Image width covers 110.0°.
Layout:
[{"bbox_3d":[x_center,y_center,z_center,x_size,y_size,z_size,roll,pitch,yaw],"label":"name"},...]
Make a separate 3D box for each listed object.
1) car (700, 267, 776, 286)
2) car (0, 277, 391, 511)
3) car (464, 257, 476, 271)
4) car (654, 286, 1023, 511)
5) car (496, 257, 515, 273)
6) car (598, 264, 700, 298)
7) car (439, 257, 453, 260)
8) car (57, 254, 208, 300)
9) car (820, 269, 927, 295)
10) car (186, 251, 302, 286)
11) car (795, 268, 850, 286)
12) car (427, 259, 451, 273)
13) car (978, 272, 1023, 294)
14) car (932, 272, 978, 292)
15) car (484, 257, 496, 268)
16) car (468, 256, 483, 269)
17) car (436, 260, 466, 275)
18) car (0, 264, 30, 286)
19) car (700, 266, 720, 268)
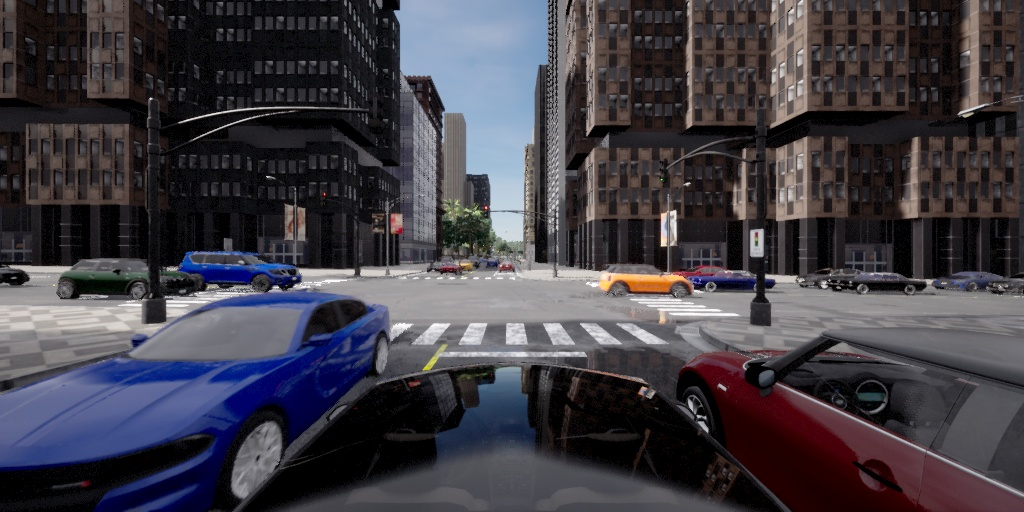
[{"bbox_3d":[13.526,1.569,22.447,4.718,1.301,1.895,1,0,0],"label":"car"},{"bbox_3d":[-3.035,1.228,4.500,1.882,1.535,5.008,1,0,-2],"label":"car"},{"bbox_3d":[-6.497,1.247,48.915,1.882,1.535,5.008,0,0,0],"label":"car"},{"bbox_3d":[2.764,1.190,2.356,1.967,1.591,4.097,0,0,0],"label":"car"},{"bbox_3d":[-0.606,1.198,43.747,1.967,1.591,4.097,0,0,0],"label":"car"},{"bbox_3d":[6.996,1.230,18.960,4.553,1.767,2.097,1,0,0],"label":"car"},{"bbox_3d":[-9.166,1.085,49.120,2.192,1.841,5.009,0,0,0],"label":"car"},{"bbox_3d":[-16.403,0.903,15.478,4.553,1.767,2.097,1,0,1],"label":"car"},{"bbox_3d":[22.692,1.701,22.502,4.718,1.301,1.895,1,0,0],"label":"car"},{"bbox_3d":[-14.210,0.799,18.834,5.566,2.045,2.150,1,0,0],"label":"car"},{"bbox_3d":[23.135,1.608,25.752,4.892,1.490,1.837,1,0,0],"label":"car"},{"bbox_3d":[-9.131,1.324,43.694,1.948,1.339,4.313,0,0,0],"label":"car"},{"bbox_3d":[33.100,1.757,22.554,4.892,1.490,1.837,1,0,0],"label":"car"},{"bbox_3d":[33.112,1.812,25.810,4.181,1.385,1.994,1,0,-1],"label":"car"},{"bbox_3d":[-3.394,1.280,63.212,1.882,1.535,5.008,0,0,0],"label":"car"},{"bbox_3d":[-6.557,1.015,59.254,2.150,2.045,5.566,0,0,0],"label":"car"},{"bbox_3d":[-6.463,1.347,38.521,1.895,1.301,4.718,0,0,1],"label":"car"},{"bbox_3d":[-28.475,0.884,18.753,4.892,1.490,1.837,0,0,0],"label":"car"},{"bbox_3d":[13.644,1.443,25.704,5.008,1.535,1.882,1,0,0],"label":"car"}]
